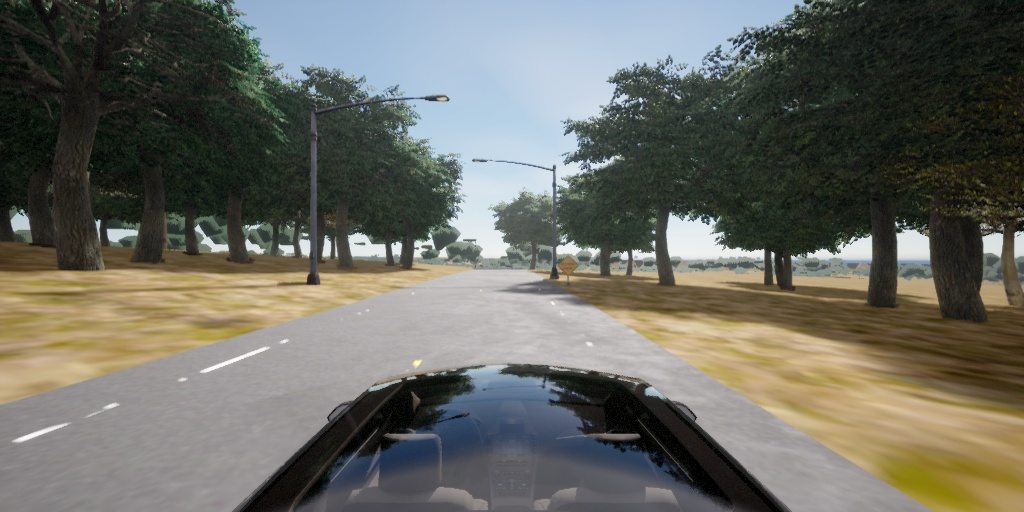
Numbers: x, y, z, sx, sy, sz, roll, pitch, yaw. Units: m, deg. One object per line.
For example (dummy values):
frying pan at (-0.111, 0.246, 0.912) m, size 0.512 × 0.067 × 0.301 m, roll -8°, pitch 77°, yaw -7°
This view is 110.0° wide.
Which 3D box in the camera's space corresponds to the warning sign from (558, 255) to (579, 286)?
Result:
warning sign at (3.478, 0.892, 22.176) m, size 1.300 × 1.860 × 1.060 m, roll 0°, pitch 0°, yaw 0°
